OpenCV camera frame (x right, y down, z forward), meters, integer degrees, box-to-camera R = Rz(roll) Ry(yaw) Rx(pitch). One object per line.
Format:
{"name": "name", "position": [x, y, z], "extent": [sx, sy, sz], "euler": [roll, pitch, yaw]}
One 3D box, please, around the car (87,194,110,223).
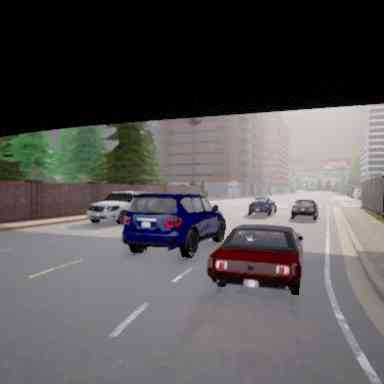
{"name": "car", "position": [-4.379, 0.938, 21.698], "extent": [2.150, 2.045, 5.566], "euler": [1, 1, 22]}

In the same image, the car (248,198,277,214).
{"name": "car", "position": [6.050, 1.203, 28.404], "extent": [1.812, 1.442, 4.674], "euler": [1, 1, 22]}

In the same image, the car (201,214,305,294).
{"name": "car", "position": [1.901, 1.501, 8.685], "extent": [1.895, 1.301, 4.718], "euler": [1, 1, 19]}

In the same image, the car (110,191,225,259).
{"name": "car", "position": [-0.407, 1.051, 12.368], "extent": [2.150, 2.045, 5.566], "euler": [1, 0, 21]}

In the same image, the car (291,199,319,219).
{"name": "car", "position": [8.846, 1.279, 26.021], "extent": [2.033, 1.411, 5.357], "euler": [1, 1, 22]}
